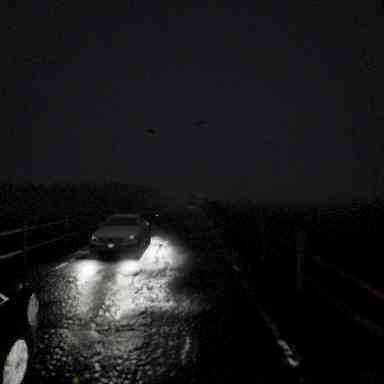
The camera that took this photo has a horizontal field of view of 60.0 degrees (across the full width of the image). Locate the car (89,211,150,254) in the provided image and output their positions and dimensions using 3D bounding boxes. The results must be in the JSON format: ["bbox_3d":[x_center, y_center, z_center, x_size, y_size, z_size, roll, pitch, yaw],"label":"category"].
[{"bbox_3d":[-2.869,1.642,14.103,1.812,1.442,4.674,0,0,0],"label":"car"}]

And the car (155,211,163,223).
[{"bbox_3d":[-2.799,1.490,22.023,1.895,1.301,4.718,0,0,0],"label":"car"}]

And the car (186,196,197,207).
[{"bbox_3d":[-0.143,1.960,61.901,1.837,1.490,4.892,0,0,0],"label":"car"}]

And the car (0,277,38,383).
[{"bbox_3d":[-2.852,1.528,2.334,1.837,1.490,4.892,0,-1,0],"label":"car"}]
